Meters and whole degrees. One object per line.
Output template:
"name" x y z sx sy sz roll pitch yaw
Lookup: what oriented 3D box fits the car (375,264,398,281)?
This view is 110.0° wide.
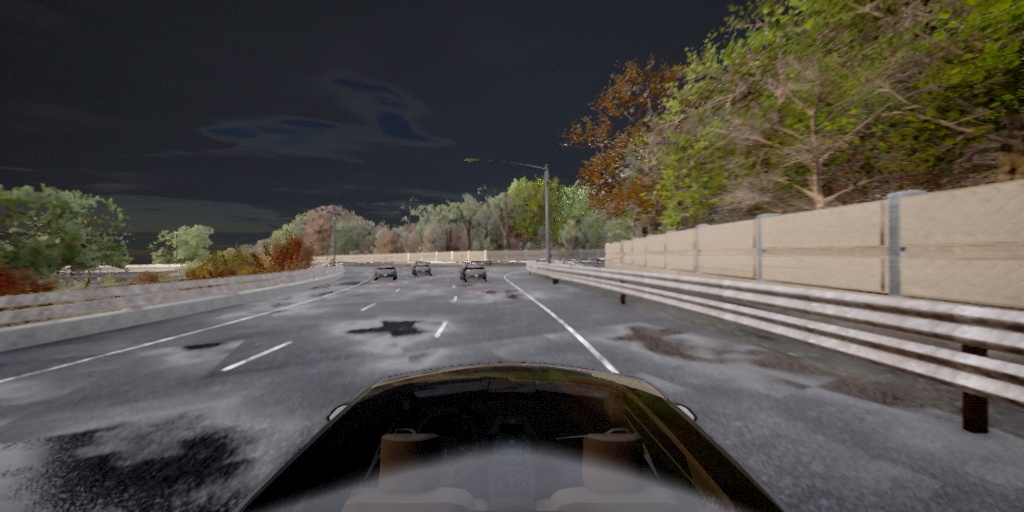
"car" -11.579 1.449 33.189 2.128 1.511 4.902 -1 0 -16

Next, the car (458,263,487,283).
"car" -3.252 1.302 29.327 2.128 1.511 4.902 -1 0 -14

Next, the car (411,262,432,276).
"car" -10.216 1.425 40.269 2.128 1.511 4.902 -1 0 -20
